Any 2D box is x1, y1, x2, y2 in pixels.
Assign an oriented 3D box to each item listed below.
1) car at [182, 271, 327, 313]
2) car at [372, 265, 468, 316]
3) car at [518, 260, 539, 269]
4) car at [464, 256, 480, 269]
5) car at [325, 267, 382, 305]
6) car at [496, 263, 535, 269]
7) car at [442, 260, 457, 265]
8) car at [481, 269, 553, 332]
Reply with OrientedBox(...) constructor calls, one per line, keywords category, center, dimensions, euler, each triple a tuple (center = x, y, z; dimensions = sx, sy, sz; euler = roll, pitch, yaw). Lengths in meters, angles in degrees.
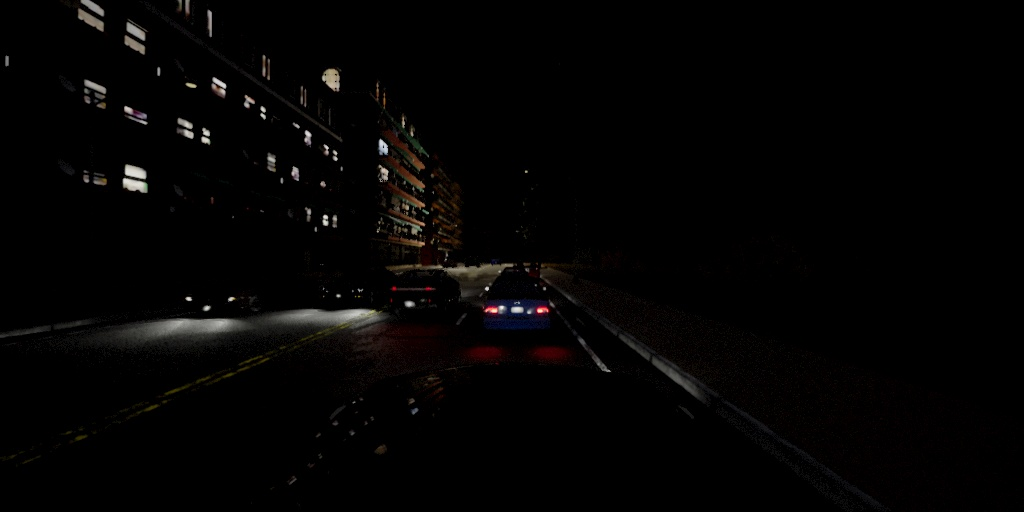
OrientedBox(category="car", center=(-9.825, 1.300, 14.200), dimensions=(2.033, 1.411, 5.357), euler=(0, 0, 0))
OrientedBox(category="car", center=(-3.130, 1.243, 13.410), dimensions=(2.128, 1.511, 4.902), euler=(0, 0, 0))
OrientedBox(category="car", center=(1.190, 1.105, 30.114), dimensions=(2.097, 1.767, 4.553), euler=(0, 0, 0))
OrientedBox(category="car", center=(-6.477, 0.977, 58.963), dimensions=(2.150, 2.045, 5.566), euler=(0, 0, 0))
OrientedBox(category="car", center=(-6.575, 1.257, 16.028), dimensions=(1.837, 1.490, 4.892), euler=(0, 0, 0))
OrientedBox(category="car", center=(0.130, 1.317, 21.180), dimensions=(1.994, 1.385, 4.181), euler=(0, 0, 1))
OrientedBox(category="car", center=(-9.739, 1.278, 56.406), dimensions=(1.812, 1.442, 4.674), euler=(0, 0, 0))
OrientedBox(category="car", center=(0.120, 1.299, 10.847), dimensions=(2.033, 1.411, 5.357), euler=(0, 0, 0))
